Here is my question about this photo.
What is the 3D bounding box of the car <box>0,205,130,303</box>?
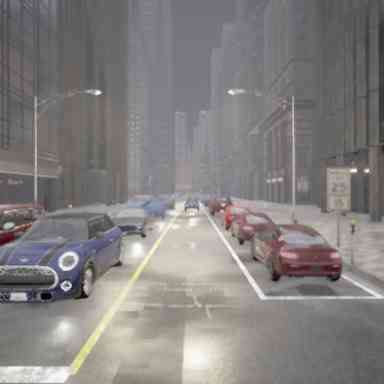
[{"bbox_3d":[-3.157,1.343,8.399,2.097,1.767,4.553,0,0,1],"label":"car"}]

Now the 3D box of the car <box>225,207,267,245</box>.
[{"bbox_3d":[2.759,1.558,15.088,1.802,1.307,4.206,0,0,0],"label":"car"}]

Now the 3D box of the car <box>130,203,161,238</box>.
[{"bbox_3d":[-3.102,1.529,17.938,2.033,1.411,5.357,0,0,0],"label":"car"}]

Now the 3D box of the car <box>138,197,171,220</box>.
[{"bbox_3d":[-3.098,1.449,28.410,1.882,1.535,5.008,0,0,0],"label":"car"}]

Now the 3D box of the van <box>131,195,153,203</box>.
[{"bbox_3d":[-5.768,1.309,37.542,1.690,1.788,3.998,0,0,0],"label":"van"}]

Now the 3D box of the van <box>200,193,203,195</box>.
[{"bbox_3d":[2.754,1.280,60.034,1.690,1.788,3.998,0,0,0],"label":"van"}]

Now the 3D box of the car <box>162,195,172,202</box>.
[{"bbox_3d":[-5.772,1.486,76.874,1.887,1.381,4.507,0,0,0],"label":"car"}]

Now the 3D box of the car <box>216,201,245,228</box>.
[{"bbox_3d":[2.758,1.515,20.706,1.887,1.381,4.507,0,0,0],"label":"car"}]

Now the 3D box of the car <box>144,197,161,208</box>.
[{"bbox_3d":[-5.769,1.510,48.780,2.008,1.369,4.403,0,0,0],"label":"car"}]

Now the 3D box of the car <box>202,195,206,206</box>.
[{"bbox_3d":[2.756,1.512,48.797,1.947,1.339,4.313,0,0,0],"label":"car"}]

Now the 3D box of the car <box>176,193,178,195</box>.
[{"bbox_3d":[-5.773,1.458,93.560,1.752,1.417,4.829,0,0,0],"label":"car"}]

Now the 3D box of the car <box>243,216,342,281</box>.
[{"bbox_3d":[2.759,1.563,9.469,1.802,1.307,4.206,0,0,0],"label":"car"}]

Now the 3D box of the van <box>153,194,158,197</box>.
[{"bbox_3d":[-5.769,1.305,43.161,1.690,1.788,3.998,0,0,0],"label":"van"}]

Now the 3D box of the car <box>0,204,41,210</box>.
[{"bbox_3d":[-5.766,1.309,9.448,2.192,1.841,5.009,0,0,0],"label":"car"}]

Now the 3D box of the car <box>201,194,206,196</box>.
[{"bbox_3d":[2.755,1.487,54.416,1.887,1.381,4.507,0,0,0],"label":"car"}]

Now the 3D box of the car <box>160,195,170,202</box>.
[{"bbox_3d":[-5.772,1.385,71.255,1.967,1.590,4.097,0,0,0],"label":"car"}]

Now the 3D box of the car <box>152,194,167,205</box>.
[{"bbox_3d":[-5.771,1.267,60.018,2.192,1.841,5.009,0,0,0],"label":"car"}]

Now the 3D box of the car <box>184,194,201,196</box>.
[{"bbox_3d":[-0.007,1.454,50.118,1.837,1.490,4.892,0,0,0],"label":"car"}]

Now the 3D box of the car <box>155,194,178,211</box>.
[{"bbox_3d":[-3.045,1.439,40.480,1.882,1.535,5.008,0,1,1],"label":"car"}]

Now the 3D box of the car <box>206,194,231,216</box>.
[{"bbox_3d":[2.757,1.275,31.943,2.192,1.841,5.009,0,0,0],"label":"car"}]

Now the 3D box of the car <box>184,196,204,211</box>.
[{"bbox_3d":[-0.006,1.505,39.703,2.033,1.411,5.357,0,0,0],"label":"car"}]

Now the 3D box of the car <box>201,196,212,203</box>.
[{"bbox_3d":[2.754,1.501,65.652,1.947,1.339,4.313,0,0,0],"label":"car"}]

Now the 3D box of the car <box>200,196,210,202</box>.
[{"bbox_3d":[2.754,1.514,71.271,1.802,1.307,4.206,0,0,0],"label":"car"}]
